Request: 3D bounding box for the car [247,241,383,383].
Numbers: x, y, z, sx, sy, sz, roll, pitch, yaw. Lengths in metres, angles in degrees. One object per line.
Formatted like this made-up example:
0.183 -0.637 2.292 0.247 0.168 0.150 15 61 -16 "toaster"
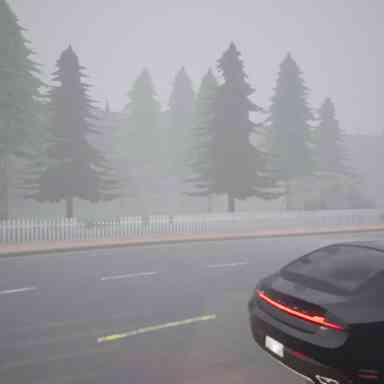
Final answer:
3.119 1.474 4.744 4.892 1.490 1.837 0 0 -25 "car"
